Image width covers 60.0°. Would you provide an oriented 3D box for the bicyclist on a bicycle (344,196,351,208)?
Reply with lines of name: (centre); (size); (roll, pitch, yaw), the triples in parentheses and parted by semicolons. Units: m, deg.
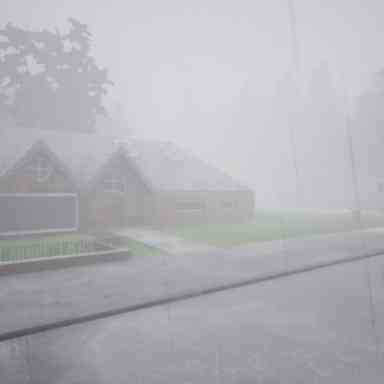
bicyclist on a bicycle: (20.401, 1.292, 43.522); (1.656, 1.620, 0.582); (0, 0, -35)
